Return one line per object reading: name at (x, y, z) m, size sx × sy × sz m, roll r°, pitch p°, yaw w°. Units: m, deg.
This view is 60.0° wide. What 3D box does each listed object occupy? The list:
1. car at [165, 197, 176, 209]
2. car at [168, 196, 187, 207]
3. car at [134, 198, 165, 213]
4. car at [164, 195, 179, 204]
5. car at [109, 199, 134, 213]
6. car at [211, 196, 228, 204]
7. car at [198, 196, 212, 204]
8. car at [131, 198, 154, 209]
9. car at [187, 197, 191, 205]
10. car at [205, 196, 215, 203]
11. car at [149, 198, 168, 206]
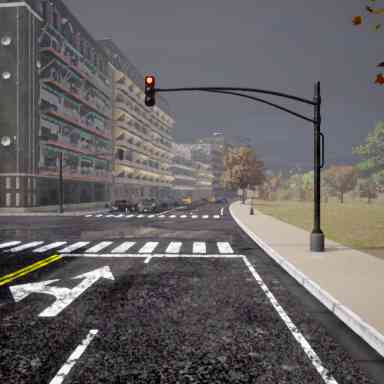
car at (-3.892, 1.722, 47.101) m, size 1.895 × 1.301 × 4.718 m, roll 0°, pitch 0°, yaw 7°
car at (-2.670, 1.713, 56.674) m, size 2.033 × 1.411 × 5.357 m, roll 0°, pitch 0°, yaw 8°
car at (-4.793, 1.433, 38.154) m, size 2.097 × 1.767 × 4.553 m, roll 0°, pitch 0°, yaw 5°
car at (-4.211, 1.579, 68.281) m, size 2.097 × 1.767 × 4.553 m, roll 0°, pitch 0°, yaw 9°
car at (-8.037, 1.586, 38.379) m, size 1.837 × 1.490 × 4.892 m, roll 0°, pitch 0°, yaw 5°
car at (5.722, 1.783, 68.634) m, size 2.033 × 1.411 × 5.357 m, roll 0°, pitch 0°, yaw 9°
car at (2.509, 1.728, 69.124) m, size 2.128 × 1.511 × 4.902 m, roll 0°, pitch 0°, yaw 9°
car at (-7.045, 1.672, 48.075) m, size 2.033 × 1.411 × 5.357 m, roll 0°, pitch 0°, yaw 6°
car at (-1.358, 1.690, 65.569) m, size 1.882 × 1.535 × 5.008 m, roll 0°, pitch 0°, yaw 9°
car at (4.335, 1.729, 79.323) m, size 1.882 × 1.535 × 5.008 m, roll 0°, pitch 0°, yaw 12°
car at (-5.738, 1.719, 58.147) m, size 2.033 × 1.411 × 5.357 m, roll 0°, pitch 0°, yaw 8°
